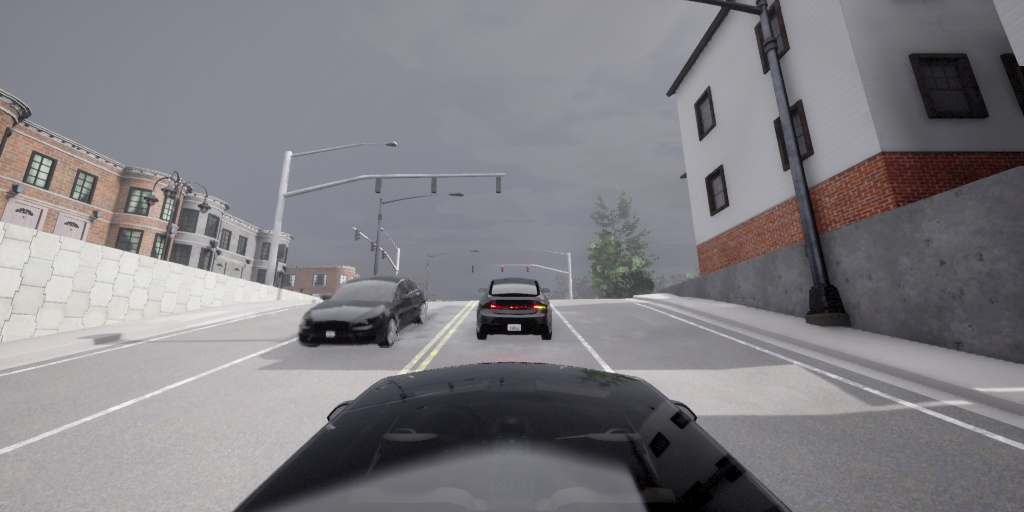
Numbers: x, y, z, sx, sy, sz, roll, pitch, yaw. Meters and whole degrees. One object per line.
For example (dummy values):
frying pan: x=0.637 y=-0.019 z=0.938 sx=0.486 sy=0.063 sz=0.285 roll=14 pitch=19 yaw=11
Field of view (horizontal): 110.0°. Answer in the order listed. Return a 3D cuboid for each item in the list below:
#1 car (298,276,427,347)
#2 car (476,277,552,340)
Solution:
car: x=-3.607 y=1.316 z=9.546 sx=1.837 sy=1.490 sz=4.892 roll=0 pitch=0 yaw=0
car: x=0.064 y=1.352 z=10.343 sx=1.837 sy=1.490 sz=4.892 roll=0 pitch=0 yaw=0
